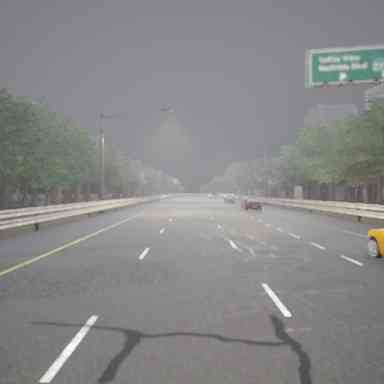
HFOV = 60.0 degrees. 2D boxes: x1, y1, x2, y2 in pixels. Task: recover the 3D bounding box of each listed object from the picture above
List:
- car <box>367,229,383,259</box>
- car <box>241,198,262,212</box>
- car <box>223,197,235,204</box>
[{"bbox_3d":[7.004,1.480,9.566,1.882,1.535,5.008,0,0,0],"label":"car"},{"bbox_3d":[7.020,1.484,39.760,1.882,1.535,5.008,0,0,0],"label":"car"},{"bbox_3d":[7.032,1.560,63.107,2.033,1.411,5.357,0,0,0],"label":"car"}]
